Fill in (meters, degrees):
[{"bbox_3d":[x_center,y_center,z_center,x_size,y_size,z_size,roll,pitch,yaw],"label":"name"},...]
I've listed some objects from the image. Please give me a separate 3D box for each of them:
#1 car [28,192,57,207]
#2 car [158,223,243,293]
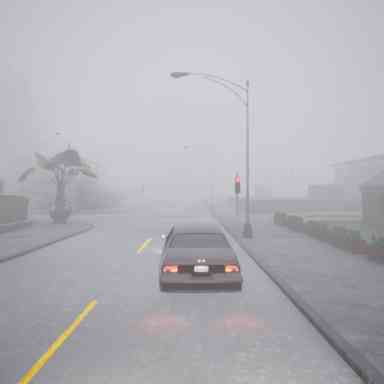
[{"bbox_3d":[-19.758,0.983,43.904,1.905,1.878,3.866,0,0,35],"label":"car"},{"bbox_3d":[0.114,1.547,8.989,2.033,1.411,5.357,0,0,-2],"label":"car"}]
